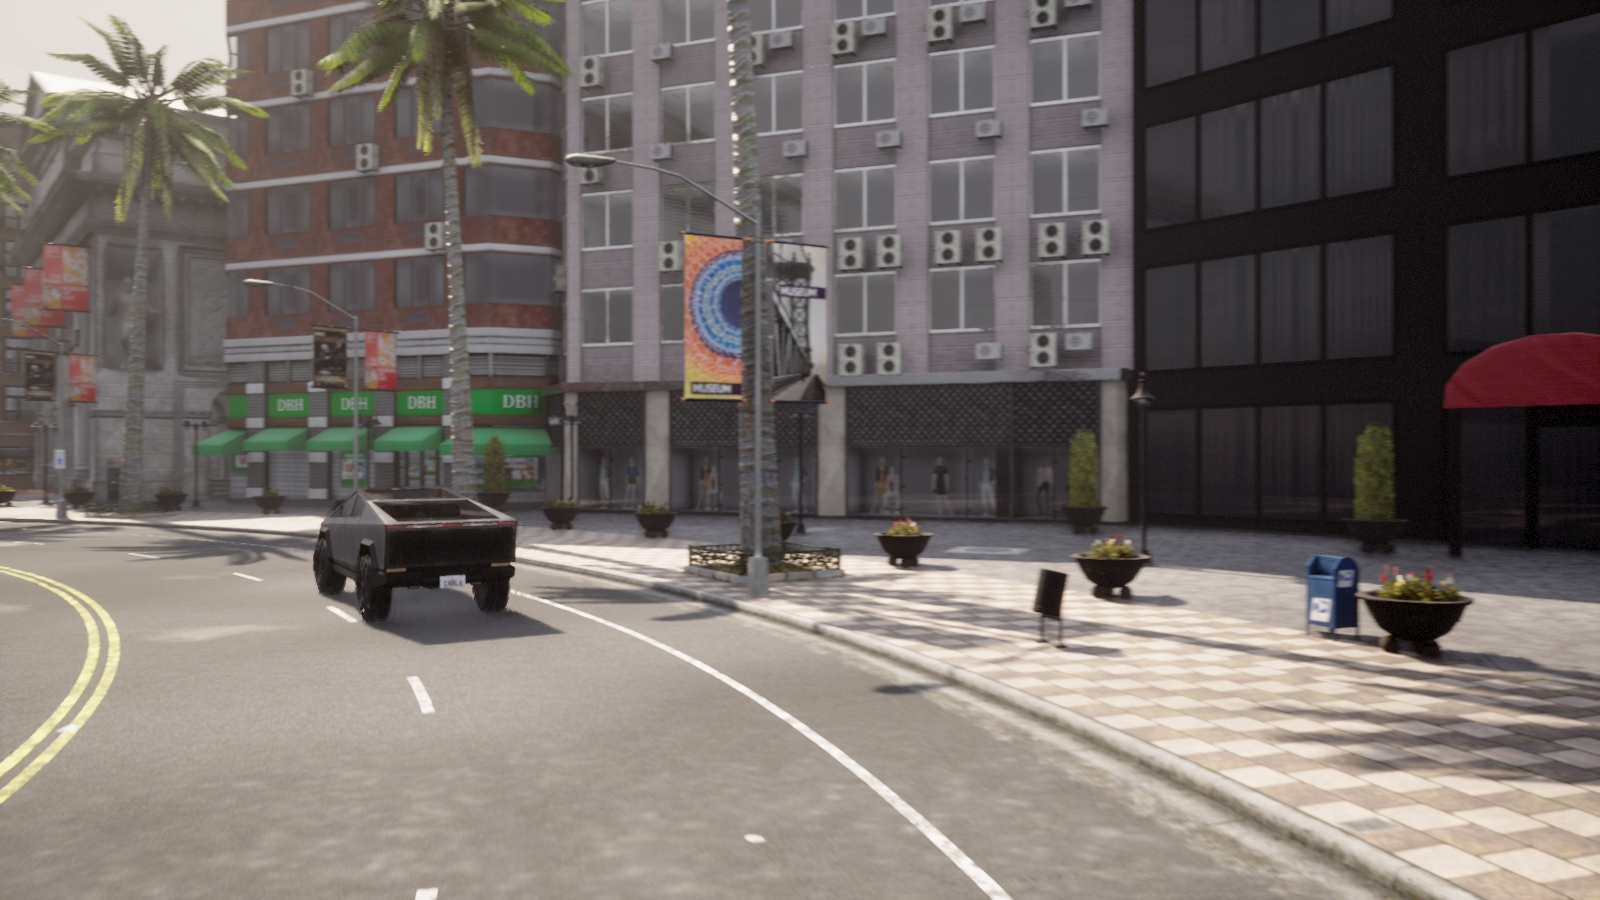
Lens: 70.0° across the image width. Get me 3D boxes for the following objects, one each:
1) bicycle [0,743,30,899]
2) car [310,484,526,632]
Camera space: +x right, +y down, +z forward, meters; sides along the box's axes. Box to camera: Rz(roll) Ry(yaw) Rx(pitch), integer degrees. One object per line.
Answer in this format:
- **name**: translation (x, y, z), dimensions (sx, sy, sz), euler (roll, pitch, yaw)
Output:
- **bicycle**: translation (-4.230, 2.215, 5.401), dimensions (0.329, 1.171, 1.835), euler (0, 0, -13)
- **car**: translation (-7.201, 1.762, 20.968), dimensions (2.390, 2.098, 6.274), euler (0, 0, -32)
